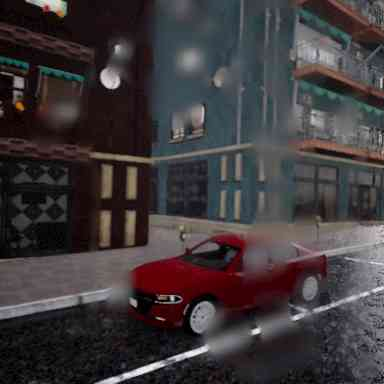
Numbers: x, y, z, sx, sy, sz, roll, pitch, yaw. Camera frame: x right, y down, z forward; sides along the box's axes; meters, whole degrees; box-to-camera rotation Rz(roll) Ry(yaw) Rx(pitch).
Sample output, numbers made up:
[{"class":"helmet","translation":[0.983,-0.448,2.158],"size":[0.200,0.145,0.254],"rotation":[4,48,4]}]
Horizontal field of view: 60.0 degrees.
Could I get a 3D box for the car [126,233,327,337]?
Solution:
[{"class":"car","translation":[0.889,1.559,6.710],"size":[4.507,1.381,1.887],"rotation":[0,2,-36]}]
